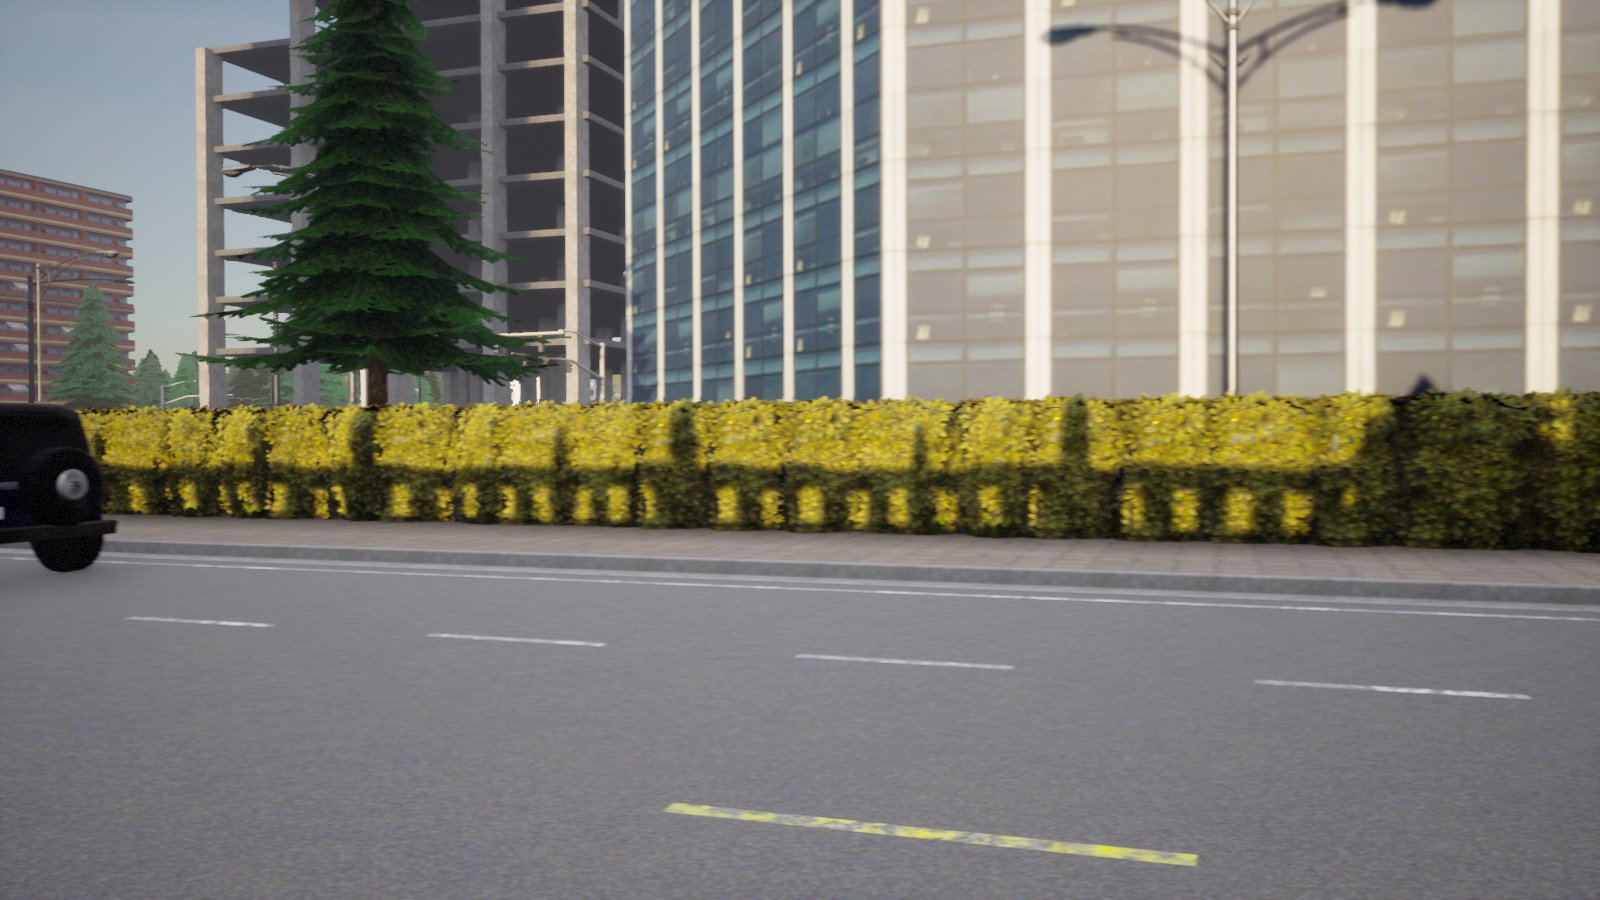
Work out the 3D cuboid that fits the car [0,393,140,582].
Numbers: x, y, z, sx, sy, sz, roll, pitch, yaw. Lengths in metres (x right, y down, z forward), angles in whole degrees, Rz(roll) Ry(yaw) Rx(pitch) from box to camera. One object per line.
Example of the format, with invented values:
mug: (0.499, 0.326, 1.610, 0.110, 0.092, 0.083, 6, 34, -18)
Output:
car: (-9.536, 0.363, 13.782, 3.866, 1.878, 1.905, 0, 1, 19)
